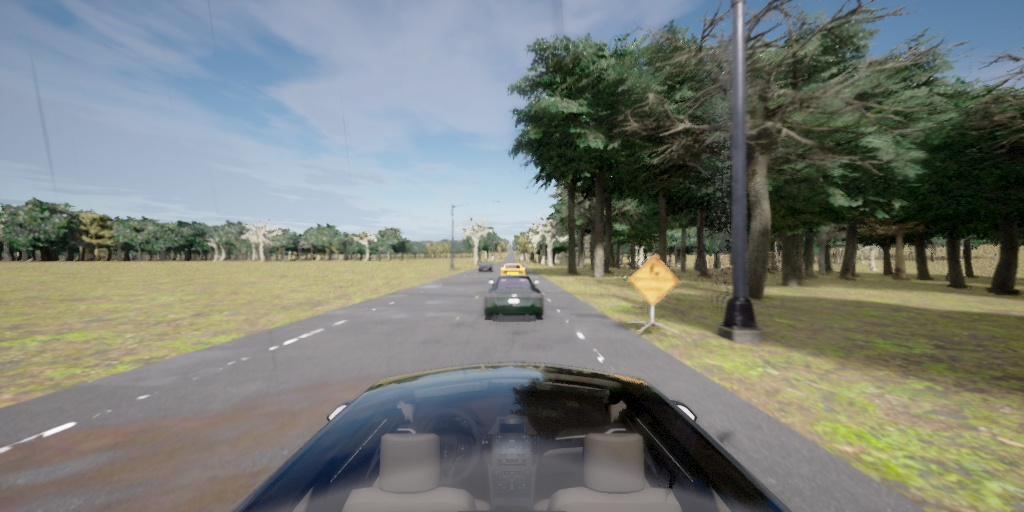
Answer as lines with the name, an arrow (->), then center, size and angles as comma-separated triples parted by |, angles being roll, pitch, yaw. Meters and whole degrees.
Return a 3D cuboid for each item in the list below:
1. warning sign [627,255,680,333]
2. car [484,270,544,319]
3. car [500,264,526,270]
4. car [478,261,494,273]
warning sign -> 3.548, 0.897, 9.128 | 1.300, 1.860, 1.060 | 0, 0, 0
car -> 0.071, 1.363, 12.997 | 1.994, 1.385, 4.181 | 0, 0, 0
car -> 0.072, 1.356, 28.989 | 1.882, 1.535, 5.008 | 0, 0, 0
car -> -3.584, 1.469, 49.678 | 1.882, 1.535, 5.008 | 0, 0, 0
